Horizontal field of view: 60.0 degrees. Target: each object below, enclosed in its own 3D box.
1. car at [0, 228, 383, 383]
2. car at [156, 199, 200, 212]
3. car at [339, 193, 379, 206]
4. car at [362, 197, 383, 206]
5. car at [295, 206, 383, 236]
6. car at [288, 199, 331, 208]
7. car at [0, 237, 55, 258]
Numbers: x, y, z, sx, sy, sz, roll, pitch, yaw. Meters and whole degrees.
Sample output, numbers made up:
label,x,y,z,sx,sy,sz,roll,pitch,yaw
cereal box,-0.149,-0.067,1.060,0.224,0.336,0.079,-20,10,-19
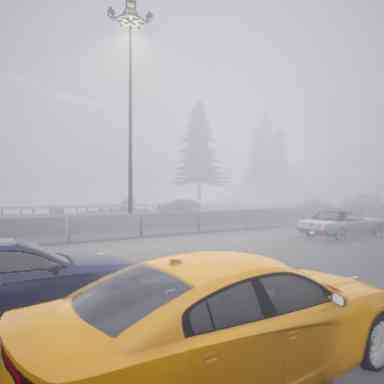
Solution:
label,x,y,z,sx,sy,sz,roll,pitch,yaw
car,0.500,1.477,3.972,5.008,1.535,1.882,0,0,-35
car,-1.445,1.501,35.789,4.892,1.490,1.837,0,0,-28
car,21.649,1.213,42.680,5.566,2.045,2.150,0,0,-21
car,20.966,1.541,34.914,5.357,1.411,2.033,0,0,-22
car,7.490,1.598,16.553,4.718,1.301,1.895,0,0,-29
car,12.324,1.486,34.927,4.902,1.511,2.128,0,0,-25
car,-3.158,1.525,5.690,4.674,1.442,1.812,0,0,-35
